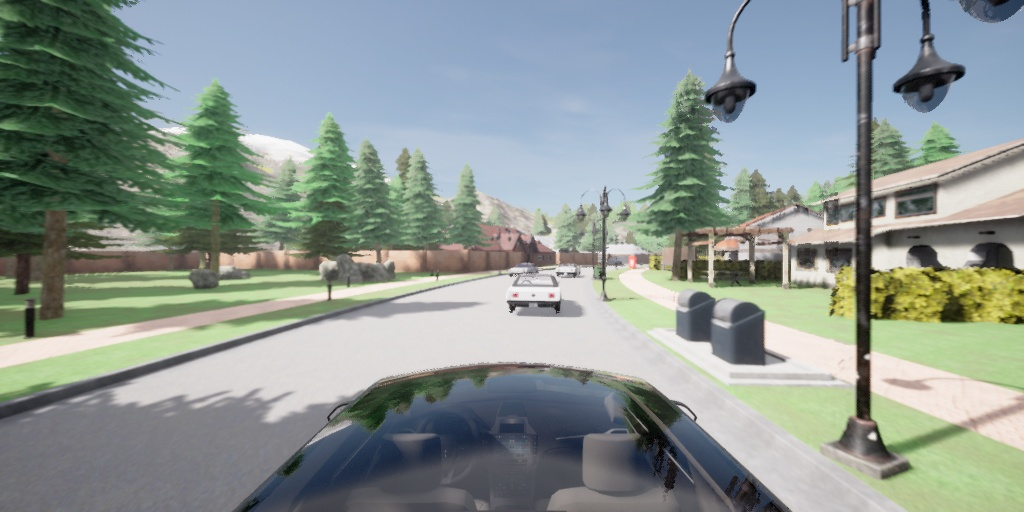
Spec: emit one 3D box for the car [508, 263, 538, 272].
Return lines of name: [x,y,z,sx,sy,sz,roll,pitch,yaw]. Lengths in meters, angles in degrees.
car: [1.111,1.331,33.160,1.895,1.301,4.718,0,0,16]

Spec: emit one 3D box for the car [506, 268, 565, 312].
car: [0.977,1.345,14.133,1.895,1.301,4.718,0,0,7]

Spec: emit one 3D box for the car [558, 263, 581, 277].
car: [5.617,1.345,35.280,1.895,1.301,4.718,0,0,17]

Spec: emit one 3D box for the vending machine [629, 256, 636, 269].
vending machine: [18.347,0.971,54.571,1.100,2.100,0.880,0,0,31]
